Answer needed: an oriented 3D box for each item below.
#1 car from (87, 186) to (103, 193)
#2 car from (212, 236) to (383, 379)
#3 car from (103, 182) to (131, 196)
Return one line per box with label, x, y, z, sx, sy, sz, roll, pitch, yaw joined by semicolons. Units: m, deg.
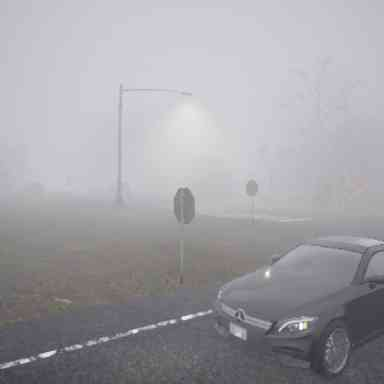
car;-17.432;-0.486;59.949;1.994;1.385;4.181;0;2;-36
car;2.493;1.535;5.626;4.674;1.442;1.812;0;0;-35
car;-11.389;-0.493;51.480;2.150;2.045;5.566;0;2;-36
